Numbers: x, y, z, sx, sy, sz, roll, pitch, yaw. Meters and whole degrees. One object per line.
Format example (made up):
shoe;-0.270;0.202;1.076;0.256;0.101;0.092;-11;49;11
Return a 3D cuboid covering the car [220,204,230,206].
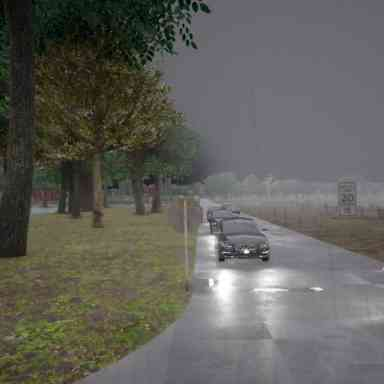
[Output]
car;2.429;2.251;33.980;2.033;1.411;5.357;-1;-1;2

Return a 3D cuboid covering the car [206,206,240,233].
car;2.161;2.017;23.626;1.837;1.490;4.892;-1;-1;2

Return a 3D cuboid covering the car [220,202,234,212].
car;5.944;2.561;57.072;1.837;1.490;4.892;-1;-1;1

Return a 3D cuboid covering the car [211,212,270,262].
car;1.913;1.830;13.734;1.837;1.490;4.892;-1;-1;2

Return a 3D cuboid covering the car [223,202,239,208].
car;5.702;2.447;47.227;1.994;1.385;4.181;-1;-1;1
